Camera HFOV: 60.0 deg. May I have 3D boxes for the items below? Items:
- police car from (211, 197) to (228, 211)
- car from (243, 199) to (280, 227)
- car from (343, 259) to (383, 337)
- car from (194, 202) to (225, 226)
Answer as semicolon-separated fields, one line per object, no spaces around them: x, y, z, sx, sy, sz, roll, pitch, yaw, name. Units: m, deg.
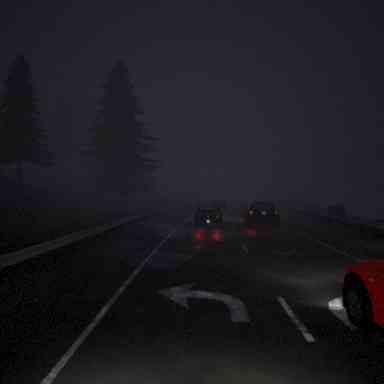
3.355;1.430;41.213;1.930;1.638;5.238;0;0;8;police car
4.710;1.358;23.068;2.097;1.767;4.553;0;0;5;car
3.703;1.356;4.075;2.097;1.767;4.553;0;0;1;car
1.224;1.603;23.553;1.895;1.301;4.718;0;0;5;car
